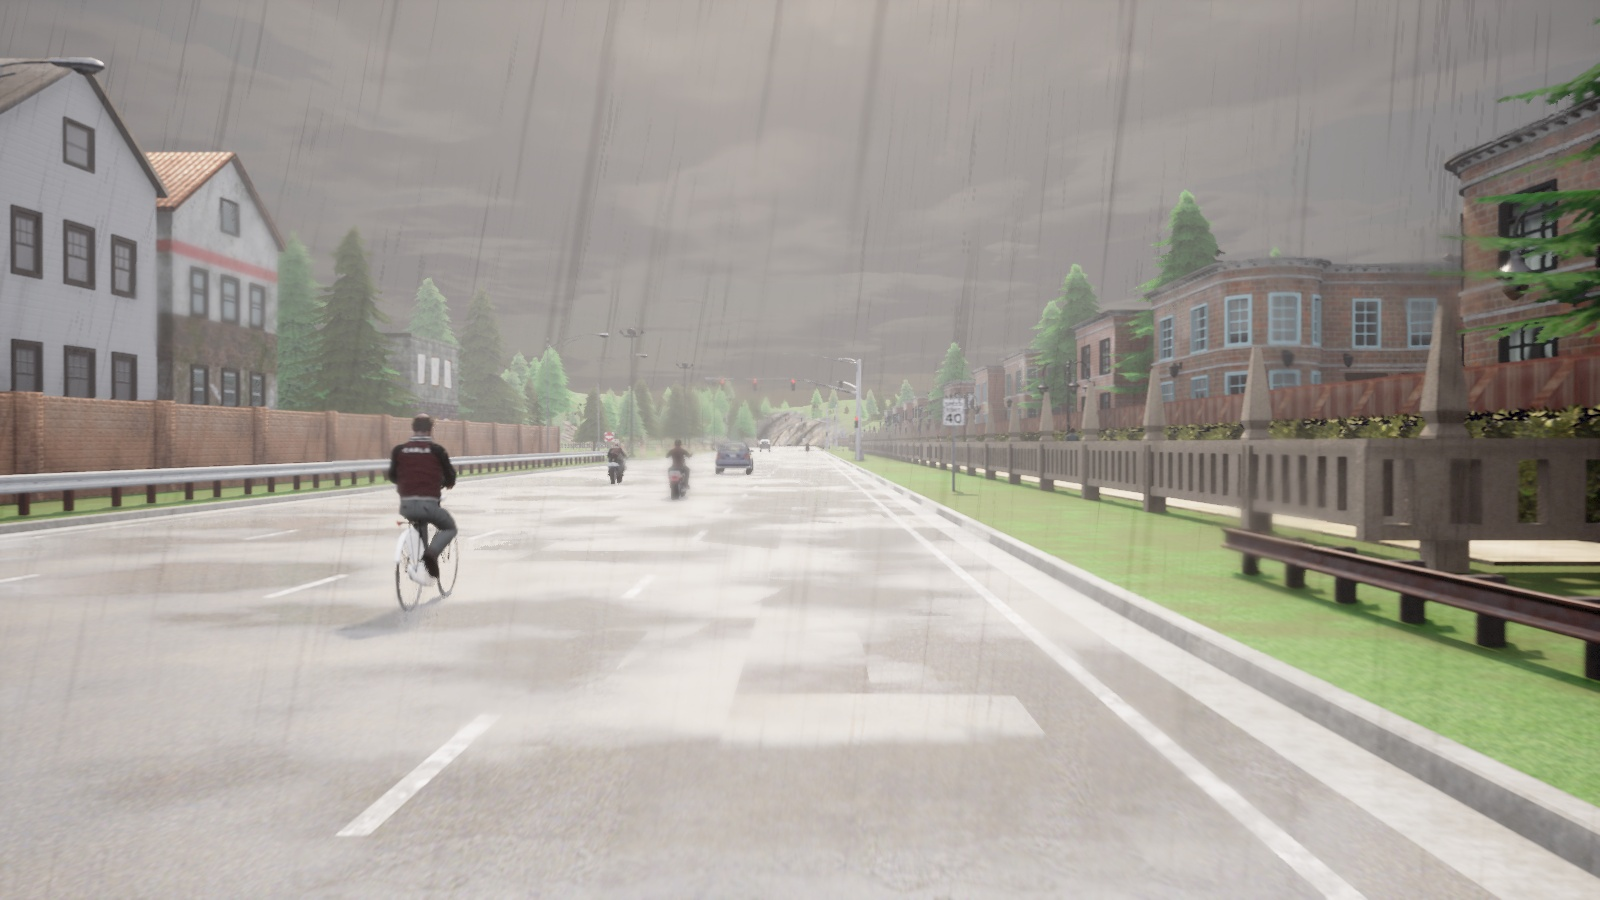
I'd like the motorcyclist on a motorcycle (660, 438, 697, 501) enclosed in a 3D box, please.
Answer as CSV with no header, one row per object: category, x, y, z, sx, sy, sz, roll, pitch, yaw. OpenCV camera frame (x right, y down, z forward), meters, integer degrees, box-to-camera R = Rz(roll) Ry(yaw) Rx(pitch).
motorcyclist on a motorcycle,-3.290,0.500,34.205,0.766,1.649,2.350,0,1,0

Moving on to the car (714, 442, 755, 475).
car,-3.138,0.379,60.902,1.789,1.549,3.705,0,0,0

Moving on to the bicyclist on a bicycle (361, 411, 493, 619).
bicyclist on a bicycle,-3.418,0.548,11.669,0.659,1.776,1.843,0,1,0

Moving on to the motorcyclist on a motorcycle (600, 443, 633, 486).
motorcyclist on a motorcycle,-6.722,0.516,46.138,0.866,1.530,2.191,0,0,0
